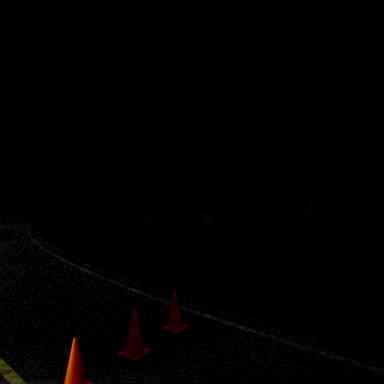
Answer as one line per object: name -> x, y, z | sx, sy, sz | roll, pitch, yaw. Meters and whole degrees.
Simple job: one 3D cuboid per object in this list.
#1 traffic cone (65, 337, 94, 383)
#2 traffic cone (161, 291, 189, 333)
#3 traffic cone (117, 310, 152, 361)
traffic cone -> -1.313, 1.945, 3.759 | 0.340, 0.580, 0.340 | 1, 1, 31
traffic cone -> -0.276, 1.931, 5.460 | 0.340, 0.580, 0.340 | 1, 1, 31
traffic cone -> -0.795, 1.938, 4.610 | 0.340, 0.580, 0.340 | 1, 1, 31
